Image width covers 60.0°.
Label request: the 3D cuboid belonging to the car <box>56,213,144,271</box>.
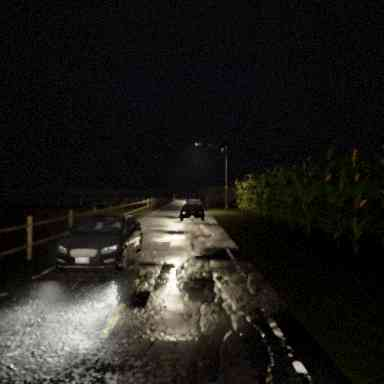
[{"bbox_3d":[-2.783,1.492,10.963,2.128,1.511,4.902,0,0,1],"label":"car"}]

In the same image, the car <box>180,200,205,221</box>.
[{"bbox_3d":[0.044,1.594,27.126,1.895,1.301,4.718,0,0,1],"label":"car"}]
